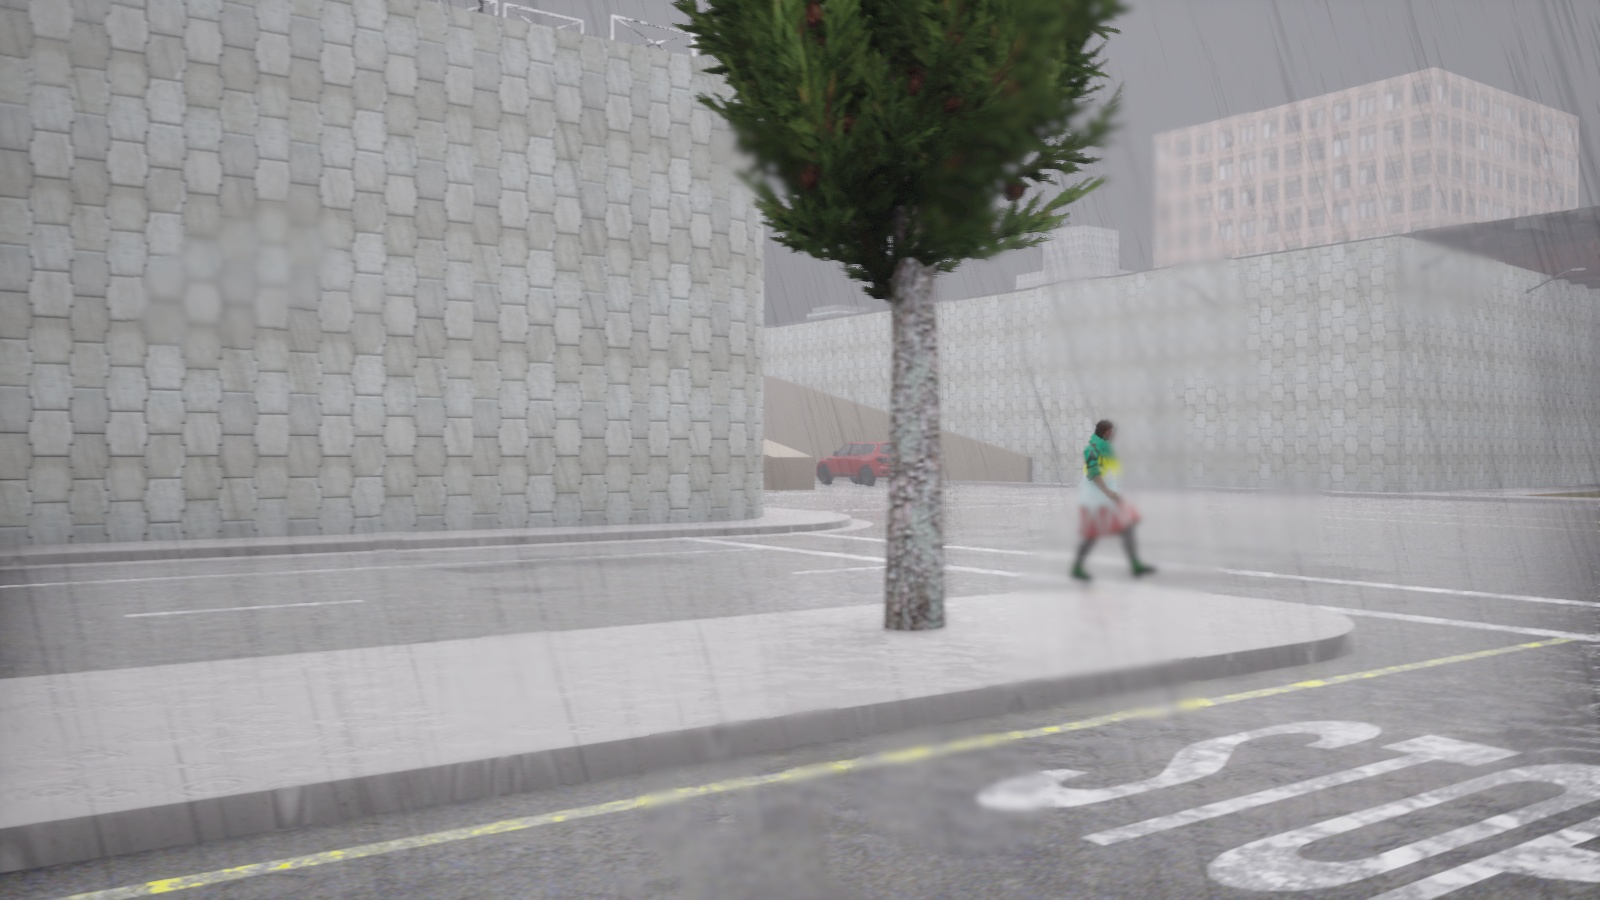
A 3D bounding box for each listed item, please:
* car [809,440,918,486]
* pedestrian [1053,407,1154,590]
[{"bbox_3d":[2.889,0.601,58.488,2.150,2.045,5.566,0,0,-34],"label":"car"},{"bbox_3d":[3.366,0.517,13.922,0.873,1.952,0.659,0,0,43],"label":"pedestrian"}]
